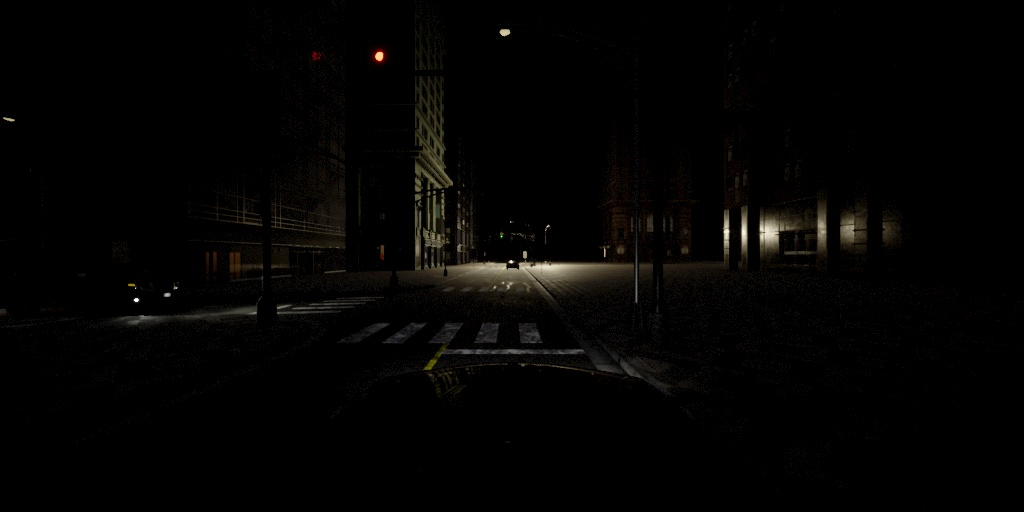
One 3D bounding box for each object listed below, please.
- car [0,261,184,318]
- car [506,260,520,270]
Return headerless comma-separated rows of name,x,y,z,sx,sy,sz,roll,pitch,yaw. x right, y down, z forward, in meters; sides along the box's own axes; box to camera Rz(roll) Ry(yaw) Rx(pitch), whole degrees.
car,-16.104,1.192,13.855,5.566,2.045,2.150,-1,0,0
car,0.111,1.325,53.476,1.994,1.385,4.181,0,0,0
